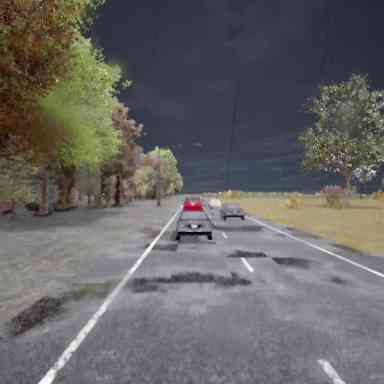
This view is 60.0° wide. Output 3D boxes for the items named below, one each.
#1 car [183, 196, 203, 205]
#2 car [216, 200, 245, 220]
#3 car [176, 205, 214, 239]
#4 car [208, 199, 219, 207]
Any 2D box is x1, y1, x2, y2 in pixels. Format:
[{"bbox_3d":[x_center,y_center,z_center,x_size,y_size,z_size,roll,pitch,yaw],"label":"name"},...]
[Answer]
[{"bbox_3d":[0.106,1.439,38.396,2.150,2.045,5.566,0,0,0],"label":"car"},{"bbox_3d":[3.533,1.716,29.715,2.033,1.411,5.357,0,0,1],"label":"car"},{"bbox_3d":[0.103,1.651,17.972,2.033,1.411,5.357,0,0,0],"label":"car"},{"bbox_3d":[3.600,1.812,52.247,1.812,1.442,4.674,0,0,0],"label":"car"}]
